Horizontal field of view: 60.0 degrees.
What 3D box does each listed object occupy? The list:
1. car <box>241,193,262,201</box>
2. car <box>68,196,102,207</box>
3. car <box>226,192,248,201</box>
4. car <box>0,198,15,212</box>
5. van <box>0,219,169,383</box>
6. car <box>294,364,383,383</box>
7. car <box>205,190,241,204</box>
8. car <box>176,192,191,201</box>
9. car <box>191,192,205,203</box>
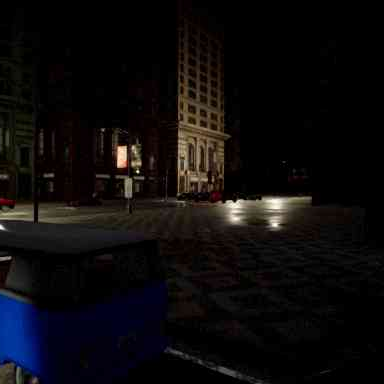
[{"bbox_3d":[10.910,0.856,59.251,1.994,1.385,4.181,0,1,35],"label":"car"},{"bbox_3d":[-13.447,1.156,41.829,1.994,1.385,4.181,0,1,35],"label":"car"},{"bbox_3d":[8.254,0.753,61.126,1.882,1.535,5.008,0,1,35],"label":"car"},{"bbox_3d":[-20.079,1.218,32.443,1.882,1.535,5.008,0,1,35],"label":"car"},{"bbox_3d":[-2.205,1.341,4.626,3.998,1.788,1.690,0,0,35],"label":"van"},{"bbox_3d":[2.407,1.582,1.365,4.206,1.307,1.802,0,0,35],"label":"car"},{"bbox_3d":[4.814,0.648,50.538,2.150,2.045,5.566,0,1,36],"label":"car"},{"bbox_3d":[-0.802,0.832,59.582,1.837,1.490,4.892,0,1,35],"label":"car"},{"bbox_3d":[2.441,0.755,52.803,2.097,1.767,4.553,0,1,36],"label":"car"}]
